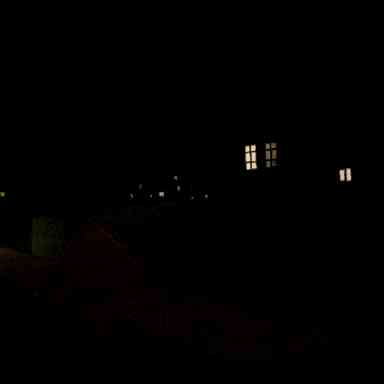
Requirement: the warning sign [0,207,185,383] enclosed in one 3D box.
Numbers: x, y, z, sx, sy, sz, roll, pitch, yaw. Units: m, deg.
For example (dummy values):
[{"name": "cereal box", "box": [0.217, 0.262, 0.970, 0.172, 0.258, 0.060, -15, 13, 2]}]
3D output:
[{"name": "warning sign", "box": [-0.953, 1.146, 3.360, 1.060, 1.860, 1.300, -4, 0, 38]}]
